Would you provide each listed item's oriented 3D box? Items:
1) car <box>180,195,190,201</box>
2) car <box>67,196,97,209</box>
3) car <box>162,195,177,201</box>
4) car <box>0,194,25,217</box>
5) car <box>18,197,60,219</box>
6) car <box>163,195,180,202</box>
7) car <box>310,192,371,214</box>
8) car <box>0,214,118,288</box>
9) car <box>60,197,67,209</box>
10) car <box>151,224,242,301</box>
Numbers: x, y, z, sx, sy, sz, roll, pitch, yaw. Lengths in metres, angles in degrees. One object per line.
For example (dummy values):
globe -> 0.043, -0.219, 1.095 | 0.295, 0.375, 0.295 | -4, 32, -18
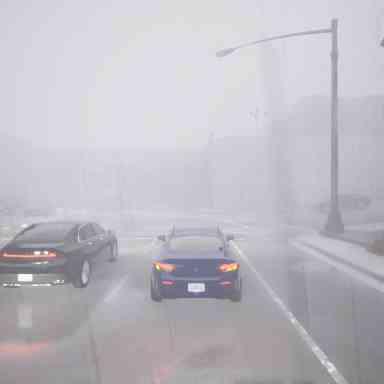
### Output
car -> -2.029, 1.524, 85.033 | 1.812, 1.442, 4.674 | 0, 0, 24
car -> -14.670, 1.505, 44.559 | 1.837, 1.490, 4.892 | 0, 0, -1
car -> -5.712, 1.552, 85.254 | 1.994, 1.385, 4.181 | 0, 0, 24
car -> -17.374, 1.224, 31.433 | 2.150, 2.045, 5.566 | 0, 0, -7
car -> -13.463, 1.477, 29.564 | 1.882, 1.535, 5.008 | -1, 0, -12
car -> -4.553, 1.355, 75.402 | 2.097, 1.767, 4.553 | 0, 0, 6
car -> 12.565, 0.891, 28.345 | 4.892, 1.490, 1.837 | -7, 0, 0
car -> -3.391, 1.505, 9.212 | 1.837, 1.490, 4.892 | 0, 0, 0
car -> -18.209, 1.501, 46.288 | 1.837, 1.490, 4.892 | 0, 1, -1
car -> 0.098, 1.526, 8.195 | 1.812, 1.442, 4.674 | 0, 0, 0
